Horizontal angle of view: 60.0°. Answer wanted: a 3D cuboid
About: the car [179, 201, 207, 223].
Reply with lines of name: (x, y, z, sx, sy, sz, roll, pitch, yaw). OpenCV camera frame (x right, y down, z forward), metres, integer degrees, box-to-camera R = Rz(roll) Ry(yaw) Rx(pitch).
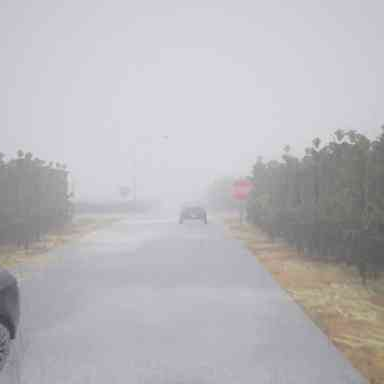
car: (0.087, 1.335, 23.491, 1.812, 1.442, 4.674, 0, 0, 0)

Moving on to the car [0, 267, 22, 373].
car: (-3.192, 1.472, 2.477, 2.128, 1.511, 4.902, 0, 1, 0)
